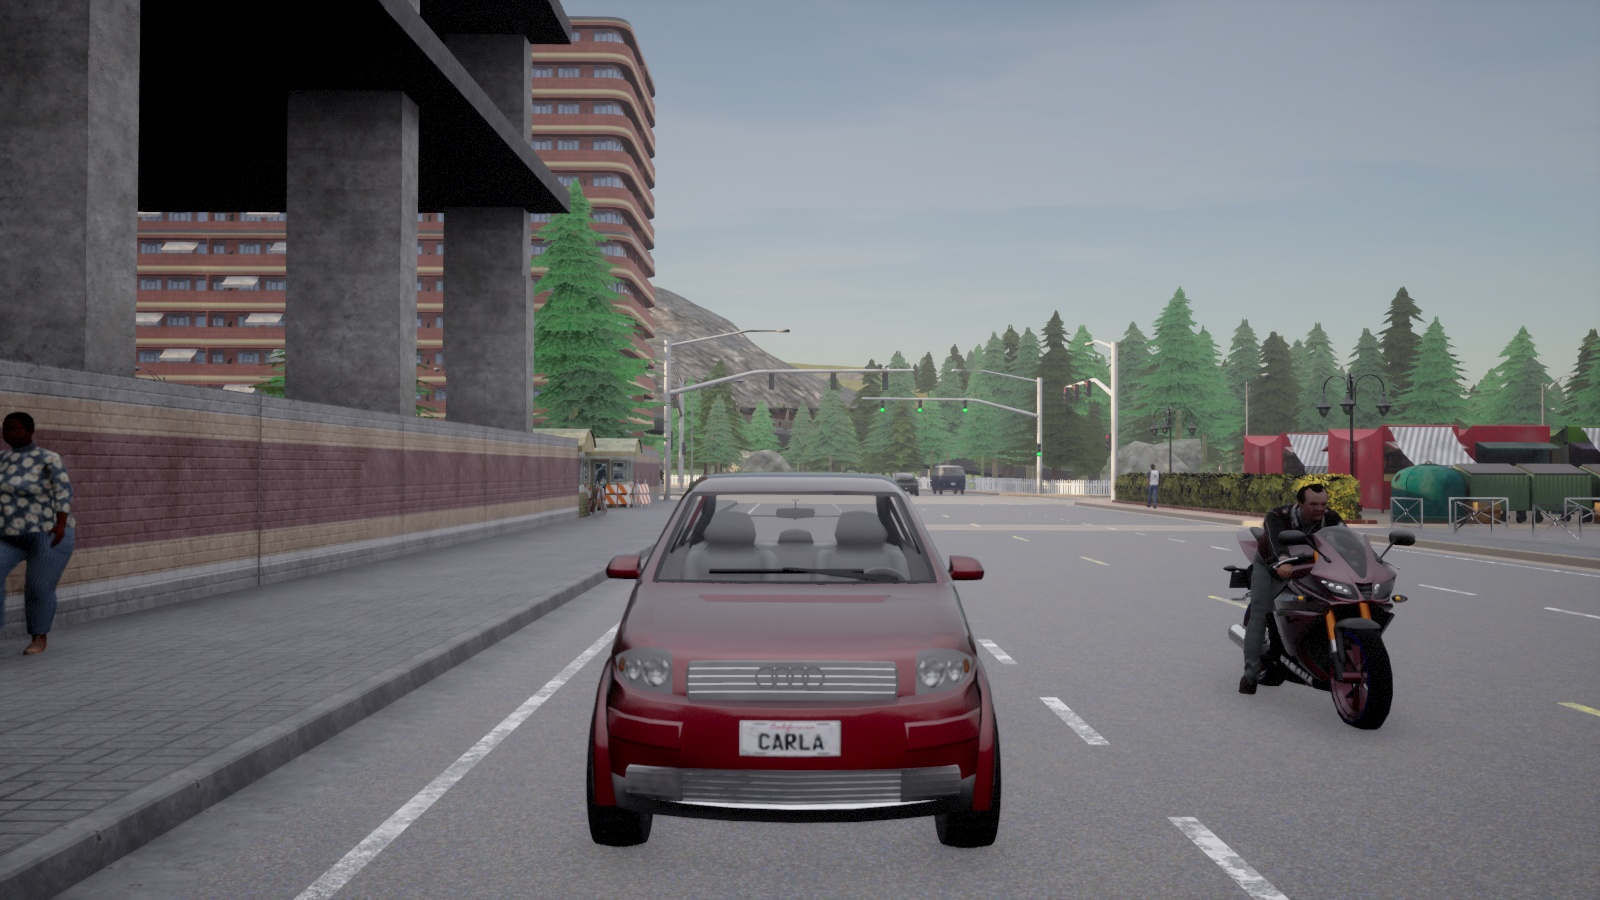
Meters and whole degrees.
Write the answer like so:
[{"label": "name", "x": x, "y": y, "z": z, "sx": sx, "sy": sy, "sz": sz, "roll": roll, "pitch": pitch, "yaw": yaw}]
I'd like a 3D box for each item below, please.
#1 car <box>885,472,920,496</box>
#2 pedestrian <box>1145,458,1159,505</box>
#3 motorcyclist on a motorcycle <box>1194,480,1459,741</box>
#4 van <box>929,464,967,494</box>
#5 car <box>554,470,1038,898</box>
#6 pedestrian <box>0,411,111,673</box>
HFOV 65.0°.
[{"label": "car", "x": 6.729, "y": 2.193, "z": 82.940, "sx": 1.837, "sy": 1.490, "sz": 4.892, "roll": 0, "pitch": 0, "yaw": -1}, {"label": "pedestrian", "x": 13.774, "y": 1.237, "z": 49.151, "sx": 0.354, "sy": 1.836, "sz": 0.706, "roll": 0, "pitch": -1, "yaw": 0}, {"label": "motorcyclist on a motorcycle", "x": 3.476, "y": 0.979, "z": 8.567, "sx": 0.866, "sy": 1.530, "sz": 2.191, "roll": 0, "pitch": -1, "yaw": 0}, {"label": "van", "x": 10.072, "y": 1.961, "z": 85.728, "sx": 1.775, "sy": 1.987, "sz": 4.442, "roll": 0, "pitch": -1, "yaw": -3}, {"label": "car", "x": -0.017, "y": 0.898, "z": 6.512, "sx": 1.789, "sy": 1.549, "sz": 3.705, "roll": 0, "pitch": -1, "yaw": 0}, {"label": "pedestrian", "x": -5.828, "y": 0.659, "z": 9.368, "sx": 0.874, "sy": 1.855, "sz": 0.900, "roll": 0, "pitch": -1, "yaw": 1}]
